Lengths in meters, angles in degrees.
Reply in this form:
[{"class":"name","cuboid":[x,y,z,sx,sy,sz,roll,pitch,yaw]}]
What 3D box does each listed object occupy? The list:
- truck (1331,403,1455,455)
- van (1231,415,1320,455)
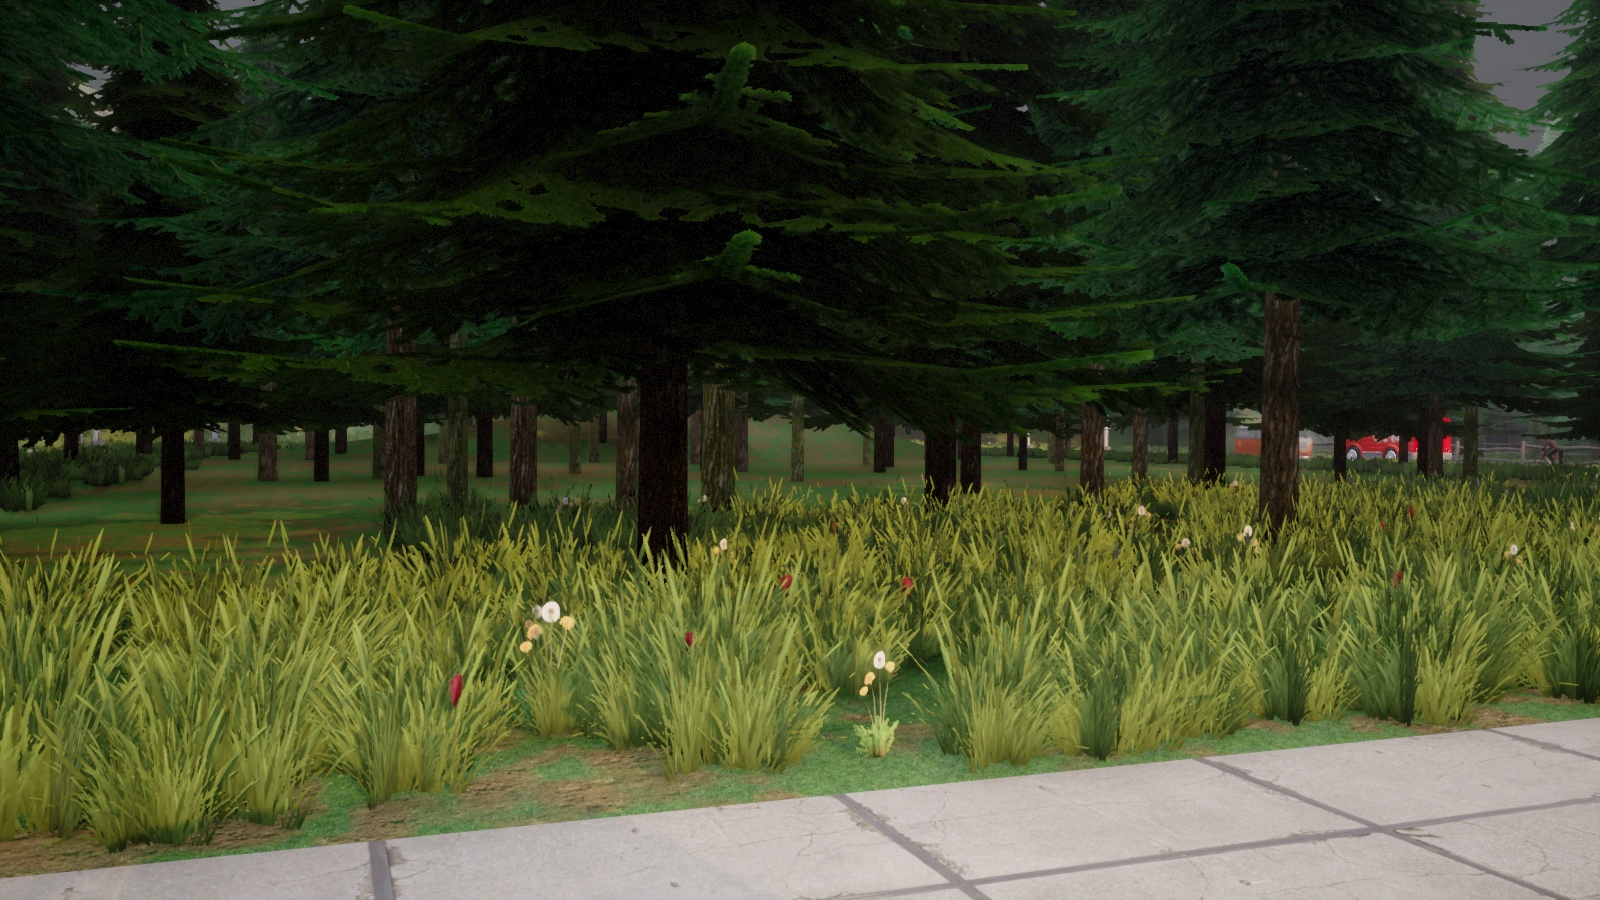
[{"class":"truck","cuboid":[29.091,-1.036,61.830,2.627,2.467,5.204,-1,1,-20]},{"class":"van","cuboid":[24.397,-0.790,64.560,1.775,1.987,4.442,-1,1,-20]}]
